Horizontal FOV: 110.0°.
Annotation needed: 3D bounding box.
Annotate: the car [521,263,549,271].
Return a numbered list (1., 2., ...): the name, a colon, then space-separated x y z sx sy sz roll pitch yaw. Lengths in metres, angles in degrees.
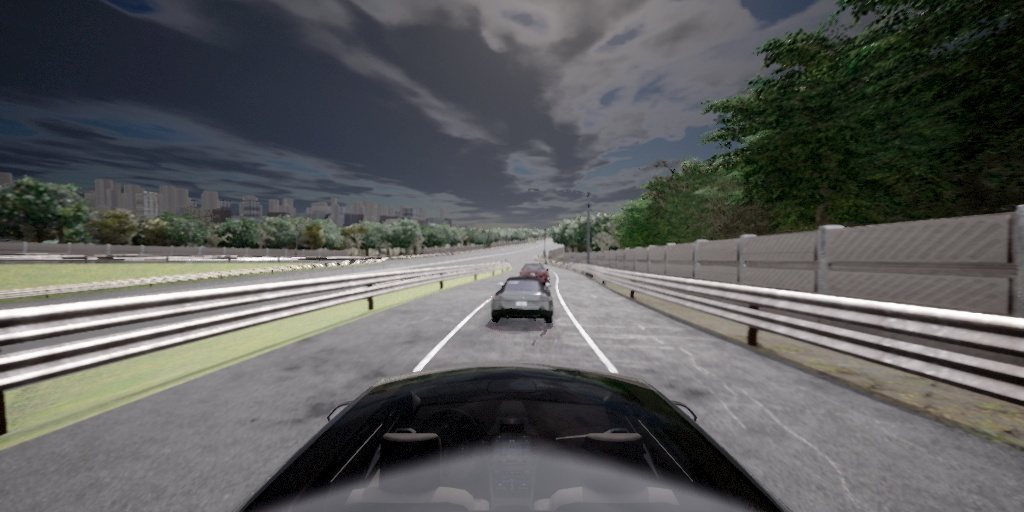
1. car: 1.703 1.321 27.166 2.097 1.767 4.553 1 0 7

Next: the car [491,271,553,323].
1. car: 0.420 1.407 12.685 1.994 1.385 4.181 0 0 4
